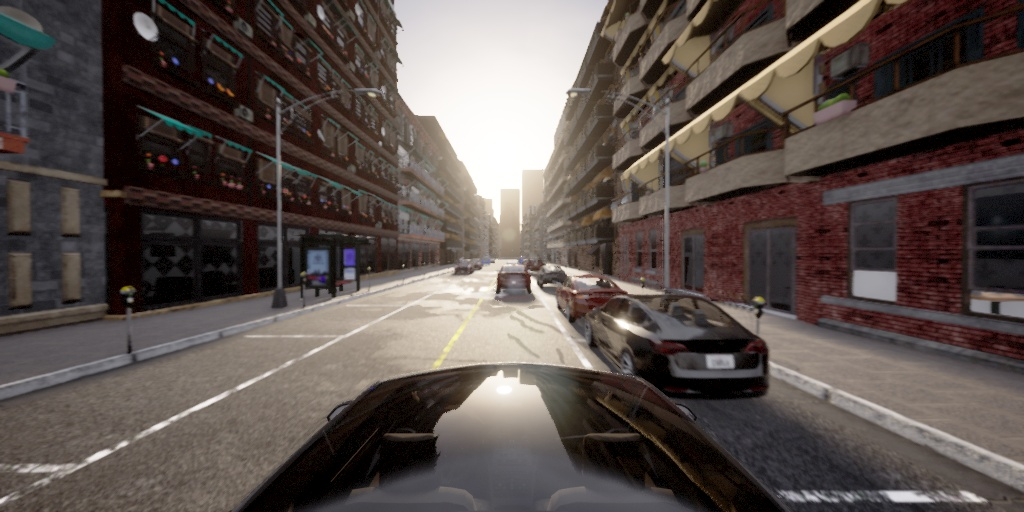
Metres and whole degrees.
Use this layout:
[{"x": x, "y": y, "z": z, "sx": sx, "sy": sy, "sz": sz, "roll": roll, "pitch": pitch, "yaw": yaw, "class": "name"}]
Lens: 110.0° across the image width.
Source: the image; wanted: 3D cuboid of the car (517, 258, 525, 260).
[{"x": 0.080, "y": 1.236, "z": 37.494, "sx": 1.812, "sy": 1.442, "sz": 4.674, "roll": 0, "pitch": 0, "yaw": 0, "class": "car"}]

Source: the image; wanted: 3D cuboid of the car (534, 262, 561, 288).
[{"x": 2.518, "y": 1.276, "z": 23.413, "sx": 2.007, "sy": 1.370, "sz": 4.403, "roll": 0, "pitch": 0, "yaw": 0, "class": "car"}]

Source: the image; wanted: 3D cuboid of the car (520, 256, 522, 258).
[{"x": 2.539, "y": 1.138, "z": 51.734, "sx": 1.967, "sy": 1.591, "sz": 4.097, "roll": 0, "pitch": 0, "yaw": 0, "class": "car"}]

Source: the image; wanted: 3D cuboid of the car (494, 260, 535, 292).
[{"x": 0.089, "y": 1.206, "z": 20.911, "sx": 1.882, "sy": 1.535, "sz": 5.008, "roll": 0, "pitch": 0, "yaw": 0, "class": "car"}]

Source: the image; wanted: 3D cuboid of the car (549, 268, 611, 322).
[{"x": 2.525, "y": 1.283, "z": 12.084, "sx": 1.888, "sy": 1.381, "sz": 4.507, "roll": 0, "pitch": 0, "yaw": 0, "class": "car"}]

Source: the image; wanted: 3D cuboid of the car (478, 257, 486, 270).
[{"x": -5.346, "y": 1.138, "z": 51.938, "sx": 1.967, "sy": 1.591, "sz": 4.097, "roll": 0, "pitch": 0, "yaw": 0, "class": "car"}]

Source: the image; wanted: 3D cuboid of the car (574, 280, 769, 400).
[{"x": 2.528, "y": 1.310, "z": 6.420, "sx": 1.948, "sy": 1.339, "sz": 4.313, "roll": 0, "pitch": 0, "yaw": 0, "class": "car"}]

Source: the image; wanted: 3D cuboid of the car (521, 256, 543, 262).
[{"x": 2.530, "y": 1.023, "z": 40.406, "sx": 2.192, "sy": 1.841, "sz": 5.009, "roll": 0, "pitch": 0, "yaw": 0, "class": "car"}]

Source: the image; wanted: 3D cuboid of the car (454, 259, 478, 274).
[{"x": -5.340, "y": 1.147, "z": 40.635, "sx": 1.967, "sy": 1.591, "sz": 4.097, "roll": 0, "pitch": 0, "yaw": 0, "class": "car"}]
